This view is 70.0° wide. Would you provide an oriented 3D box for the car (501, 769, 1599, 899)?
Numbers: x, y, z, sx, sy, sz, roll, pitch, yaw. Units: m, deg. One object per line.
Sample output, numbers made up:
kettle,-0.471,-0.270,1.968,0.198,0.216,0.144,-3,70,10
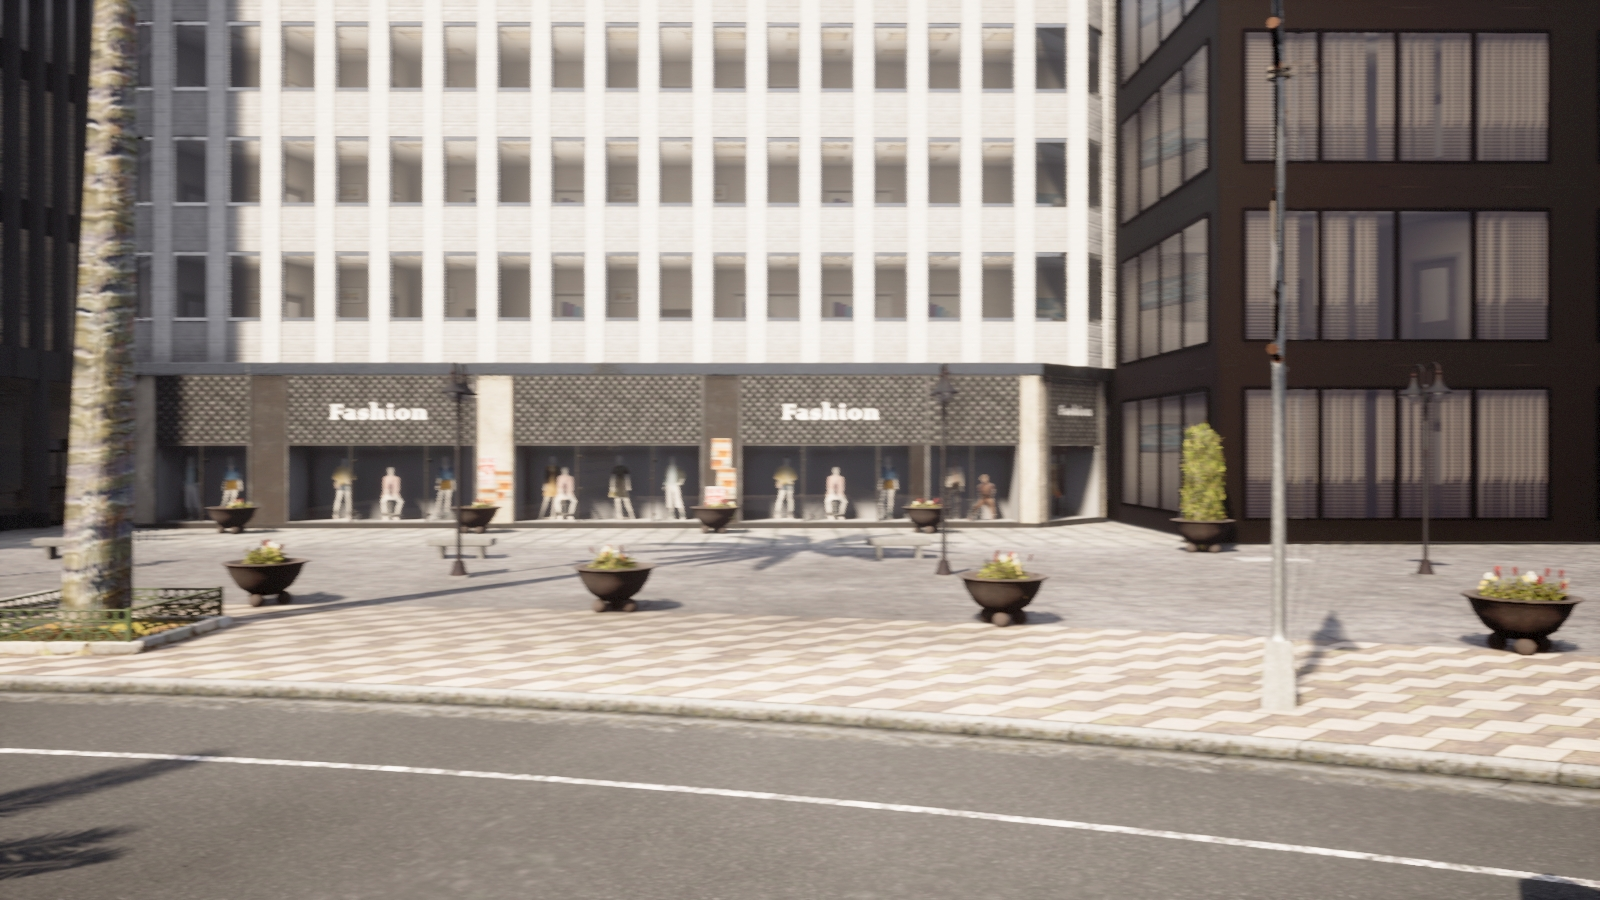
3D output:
car,1.623,2.031,2.622,5.006,1.535,2.097,0,0,22
